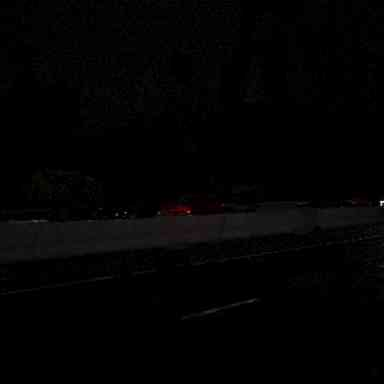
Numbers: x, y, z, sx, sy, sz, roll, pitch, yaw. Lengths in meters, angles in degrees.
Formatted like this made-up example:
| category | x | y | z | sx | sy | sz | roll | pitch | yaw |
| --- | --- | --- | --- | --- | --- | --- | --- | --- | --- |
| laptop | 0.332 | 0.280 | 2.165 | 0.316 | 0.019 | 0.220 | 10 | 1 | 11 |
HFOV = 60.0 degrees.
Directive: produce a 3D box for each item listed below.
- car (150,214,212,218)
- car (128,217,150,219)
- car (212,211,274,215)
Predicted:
| category | x | y | z | sx | sy | sz | roll | pitch | yaw |
| --- | --- | --- | --- | --- | --- | --- | --- | --- | --- |
| car | -0.015 | 1.248 | 25.472 | 5.566 | 2.045 | 2.150 | 0 | 0 | -35 |
| car | -3.812 | 1.529 | 27.057 | 4.892 | 1.490 | 1.837 | 1 | 0 | -35 |
| car | 3.994 | 1.558 | 24.023 | 4.674 | 1.442 | 1.812 | 0 | 0 | -35 |
